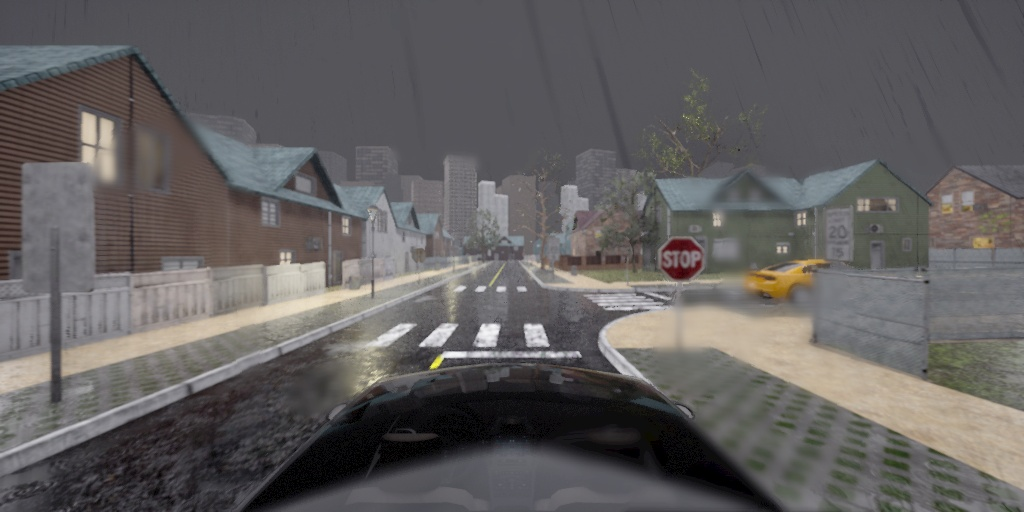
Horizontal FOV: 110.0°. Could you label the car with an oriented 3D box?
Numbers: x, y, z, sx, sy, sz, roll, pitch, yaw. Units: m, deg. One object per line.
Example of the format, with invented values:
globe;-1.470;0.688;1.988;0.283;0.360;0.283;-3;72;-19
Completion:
car;11.483;0.895;13.367;5.008;1.535;1.882;-1;0;1
